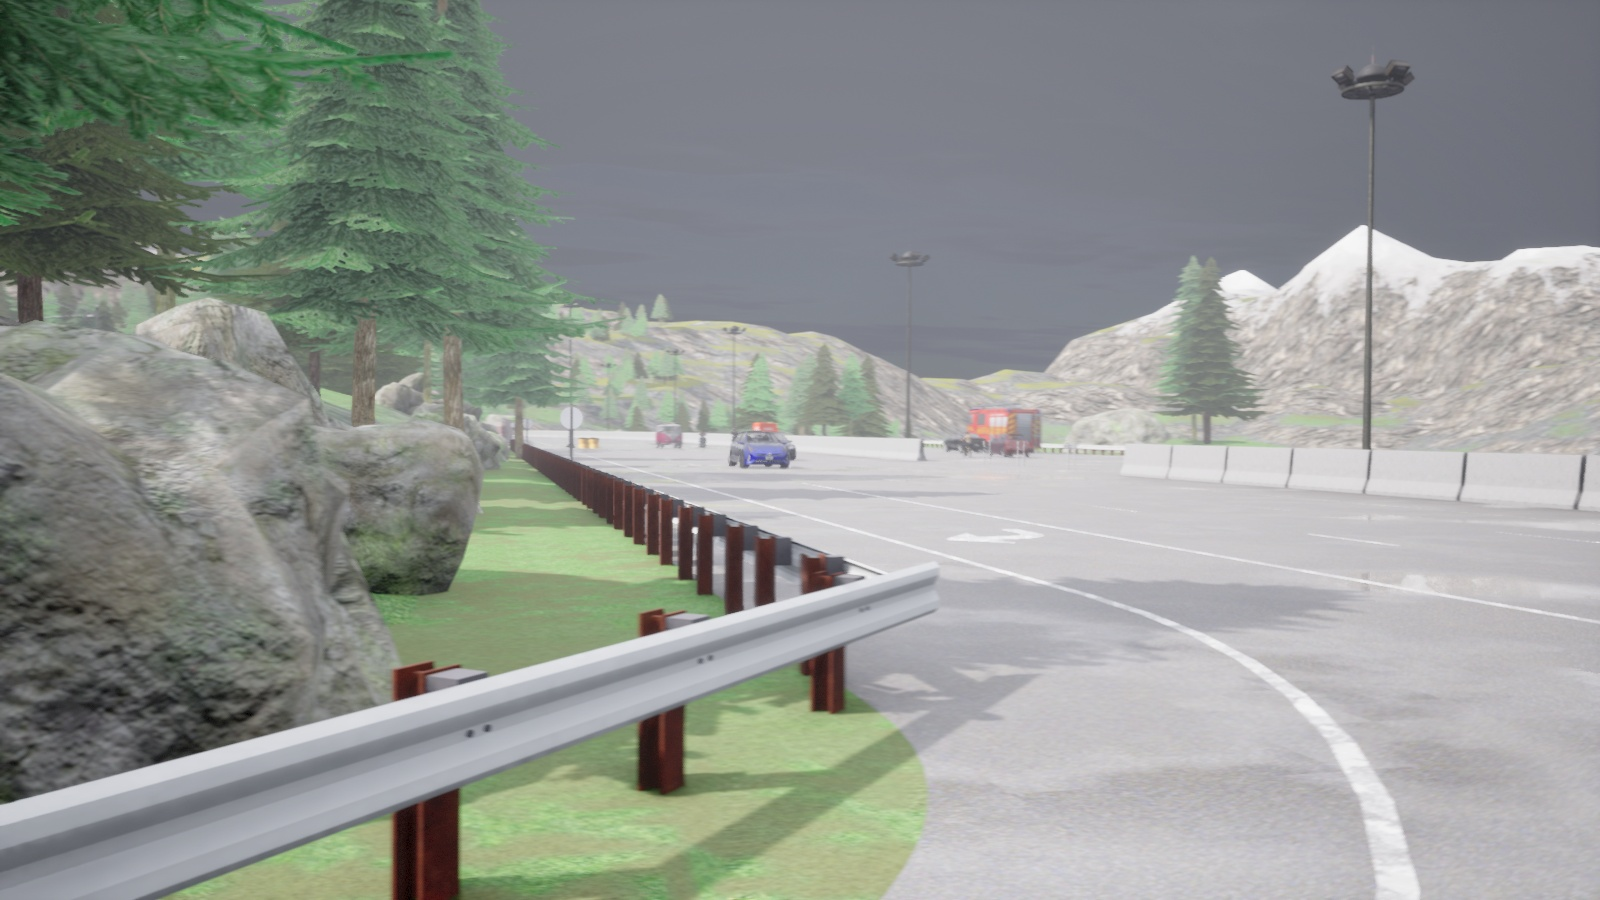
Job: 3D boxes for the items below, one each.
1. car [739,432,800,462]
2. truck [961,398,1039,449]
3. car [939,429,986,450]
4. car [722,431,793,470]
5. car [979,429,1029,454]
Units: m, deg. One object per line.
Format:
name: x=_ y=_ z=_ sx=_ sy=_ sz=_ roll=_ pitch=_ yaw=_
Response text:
car: x=-1.654 y=-0.183 z=65.539 sx=2.163 sy=1.488 sz=4.792 roll=-1 pitch=1 yaw=-14
truck: x=15.454 y=-2.042 z=97.858 sx=2.891 sy=3.827 sz=8.468 roll=-1 pitch=1 yaw=-14
car: x=12.353 y=-0.834 z=95.908 sx=1.882 sy=1.535 sz=5.008 roll=-1 pitch=1 yaw=-14
car: x=-1.796 y=-0.023 z=51.757 sx=2.007 sy=1.525 sz=4.514 roll=-1 pitch=1 yaw=-14
car: x=12.891 y=-0.552 z=79.437 sx=1.845 sy=1.501 sz=3.633 roll=-1 pitch=1 yaw=-14
